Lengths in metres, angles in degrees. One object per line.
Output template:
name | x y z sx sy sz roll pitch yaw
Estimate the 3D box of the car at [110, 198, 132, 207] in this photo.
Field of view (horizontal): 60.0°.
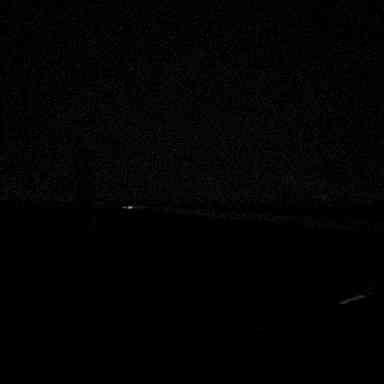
car | -11.778 1.652 54.903 2.033 1.411 5.357 -1 1 -35
